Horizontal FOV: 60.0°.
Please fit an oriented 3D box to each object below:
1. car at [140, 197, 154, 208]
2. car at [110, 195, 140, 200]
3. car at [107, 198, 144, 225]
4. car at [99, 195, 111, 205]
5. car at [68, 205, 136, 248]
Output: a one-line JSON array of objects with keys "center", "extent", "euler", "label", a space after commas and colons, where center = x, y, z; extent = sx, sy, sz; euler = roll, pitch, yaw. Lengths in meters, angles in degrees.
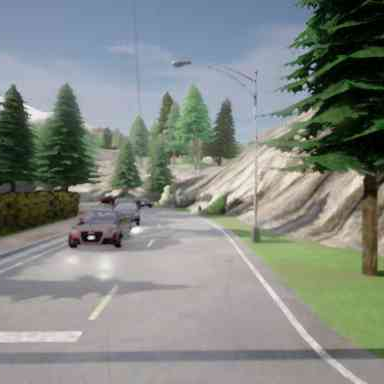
[{"center": [-6.514, 1.300, 42.424], "extent": [2.033, 1.411, 5.357], "euler": [0, 0, -27], "label": "car"}, {"center": [-6.659, 1.315, 32.616], "extent": [1.837, 1.490, 4.892], "euler": [0, 0, -18], "label": "car"}, {"center": [-4.443, 1.393, 22.807], "extent": [1.812, 1.442, 4.674], "euler": [0, 0, -8], "label": "car"}, {"center": [-12.384, 1.181, 50.975], "extent": [5.008, 1.535, 1.882], "euler": [0, 0, 42], "label": "car"}, {"center": [-3.777, 1.481, 14.254], "extent": [1.994, 1.385, 4.181], "euler": [0, 0, -2], "label": "car"}]
